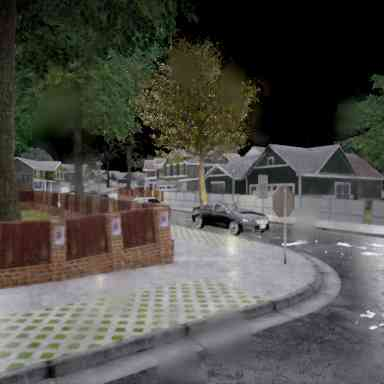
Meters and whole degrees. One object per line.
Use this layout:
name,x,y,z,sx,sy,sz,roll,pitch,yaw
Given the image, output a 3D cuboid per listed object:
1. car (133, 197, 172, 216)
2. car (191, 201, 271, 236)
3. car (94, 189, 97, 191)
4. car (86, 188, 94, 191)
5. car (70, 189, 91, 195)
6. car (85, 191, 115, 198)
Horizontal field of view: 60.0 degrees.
car,-3.283,1.106,24.820,1.812,1.442,4.674,0,1,-34
car,1.856,1.246,17.084,2.128,1.511,4.902,0,1,-34
car,-18.885,0.053,61.839,2.128,1.511,4.902,0,2,-1
car,-16.884,0.385,51.751,1.837,1.490,4.892,0,2,-25
car,-14.356,0.704,41.515,1.994,1.385,4.181,0,1,-33
car,-8.806,0.903,33.121,1.812,1.442,4.674,0,1,-33
